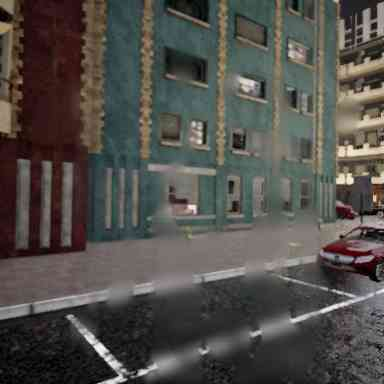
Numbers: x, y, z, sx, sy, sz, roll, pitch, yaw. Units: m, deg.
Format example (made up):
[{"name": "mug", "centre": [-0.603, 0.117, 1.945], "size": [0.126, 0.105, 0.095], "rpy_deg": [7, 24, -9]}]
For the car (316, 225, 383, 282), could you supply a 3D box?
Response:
[{"name": "car", "centre": [5.546, 1.690, 10.048], "size": [4.206, 1.307, 1.802], "rpy_deg": [1, 0, -35]}]

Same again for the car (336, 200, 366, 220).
[{"name": "car", "centre": [12.327, 1.522, 29.929], "size": [2.192, 1.841, 5.009], "rpy_deg": [2, -1, -36]}]

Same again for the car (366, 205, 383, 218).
[{"name": "car", "centre": [18.700, 1.953, 34.550], "size": [1.947, 1.339, 4.313], "rpy_deg": [2, -1, -36]}]
